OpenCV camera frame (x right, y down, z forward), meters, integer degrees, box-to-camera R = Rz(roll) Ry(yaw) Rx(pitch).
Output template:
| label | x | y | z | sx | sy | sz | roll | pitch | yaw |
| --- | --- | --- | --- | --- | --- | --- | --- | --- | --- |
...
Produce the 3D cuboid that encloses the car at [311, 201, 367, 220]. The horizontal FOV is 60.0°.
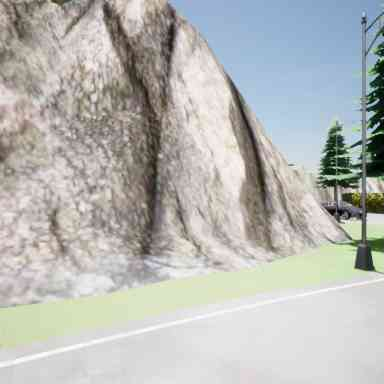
| label | x | y | z | sx | sy | sz | roll | pitch | yaw |
| --- | --- | --- | --- | --- | --- | --- | --- | --- | --- |
| car | 12.383 | 1.492 | 28.311 | 2.128 | 1.511 | 4.902 | 0 | 0 | -26 |
